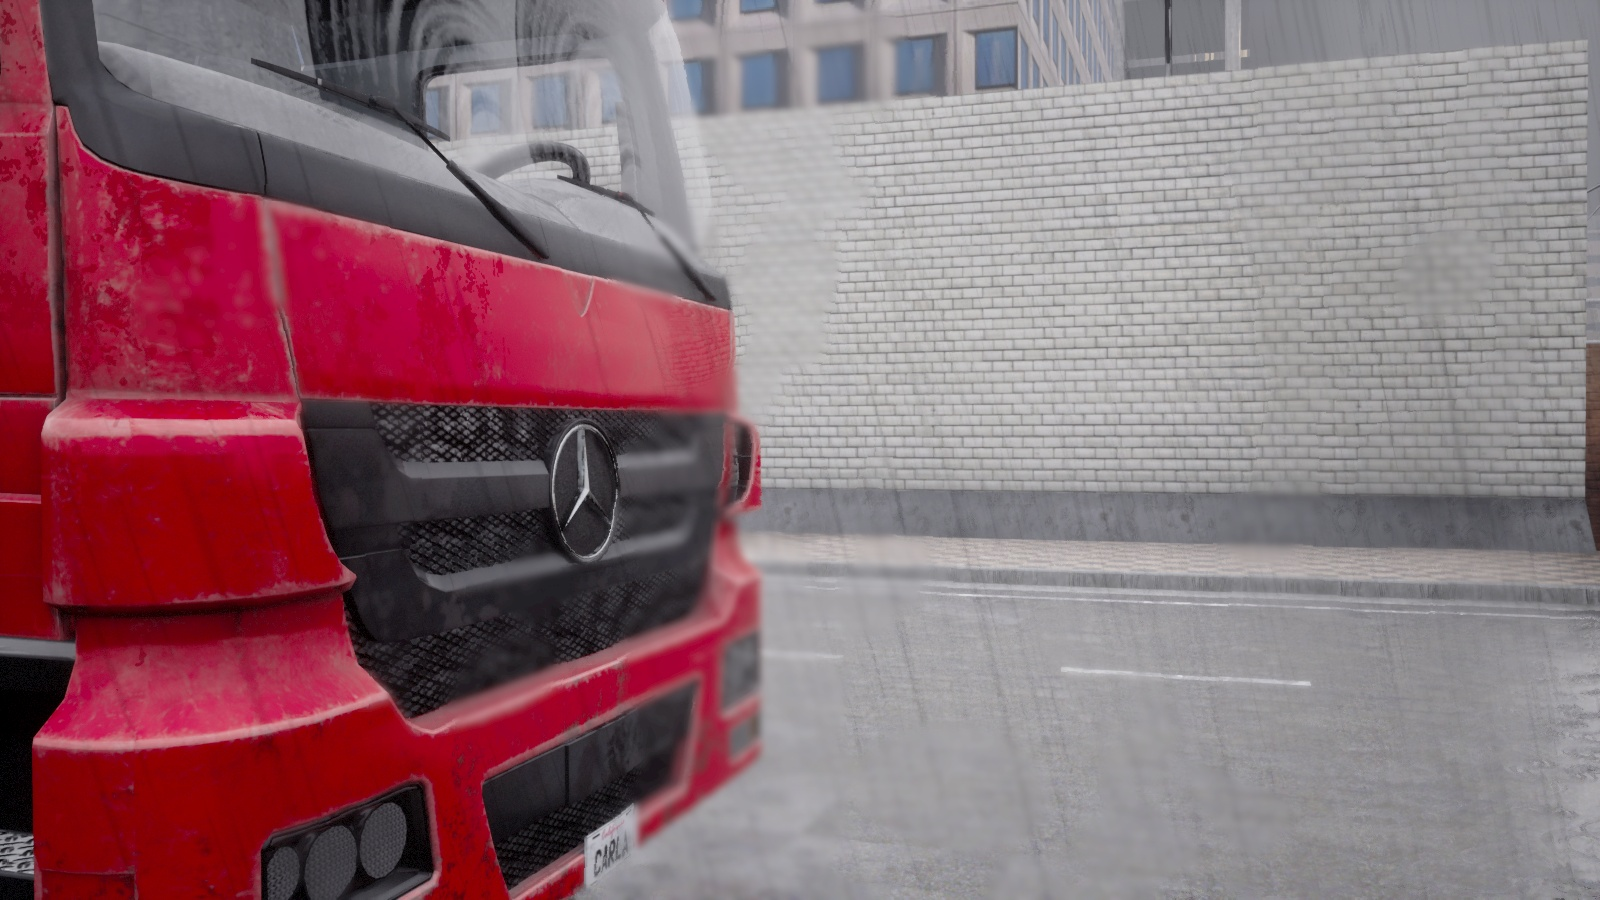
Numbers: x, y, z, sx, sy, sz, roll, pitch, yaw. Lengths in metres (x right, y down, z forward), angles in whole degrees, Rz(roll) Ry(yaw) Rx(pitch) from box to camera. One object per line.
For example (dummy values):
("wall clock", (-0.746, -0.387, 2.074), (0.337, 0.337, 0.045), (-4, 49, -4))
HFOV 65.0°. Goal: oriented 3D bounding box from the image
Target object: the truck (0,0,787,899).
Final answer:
("truck", (-4.275, -0.245, 4.614), (7.936, 3.462, 2.891), (1, 1, 19))
